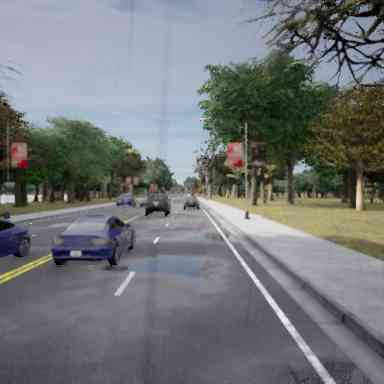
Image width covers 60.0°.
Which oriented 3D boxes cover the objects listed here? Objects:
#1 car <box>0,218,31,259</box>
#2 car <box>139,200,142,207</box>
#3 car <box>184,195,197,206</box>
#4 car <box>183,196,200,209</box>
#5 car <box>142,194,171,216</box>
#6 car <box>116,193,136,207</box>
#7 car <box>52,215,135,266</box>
[{"bbox_3d":[-6.625,1.513,10.042,1.812,1.442,4.674,0,0,0],"label":"car"},{"bbox_3d":[-6.824,1.566,51.066,2.033,1.411,5.357,0,0,0],"label":"car"},{"bbox_3d":[-0.292,1.381,55.117,2.097,1.767,4.553,0,0,-1],"label":"car"},{"bbox_3d":[-0.091,1.362,44.333,2.097,1.767,4.553,0,0,-1],"label":"car"},{"bbox_3d":[-3.266,1.213,32.628,2.150,2.045,5.566,0,0,-1],"label":"car"},{"bbox_3d":[-10.063,1.239,51.024,2.150,2.045,5.566,0,0,0],"label":"car"},{"bbox_3d":[-3.163,1.512,11.347,1.812,1.442,4.674,0,0,0],"label":"car"}]
